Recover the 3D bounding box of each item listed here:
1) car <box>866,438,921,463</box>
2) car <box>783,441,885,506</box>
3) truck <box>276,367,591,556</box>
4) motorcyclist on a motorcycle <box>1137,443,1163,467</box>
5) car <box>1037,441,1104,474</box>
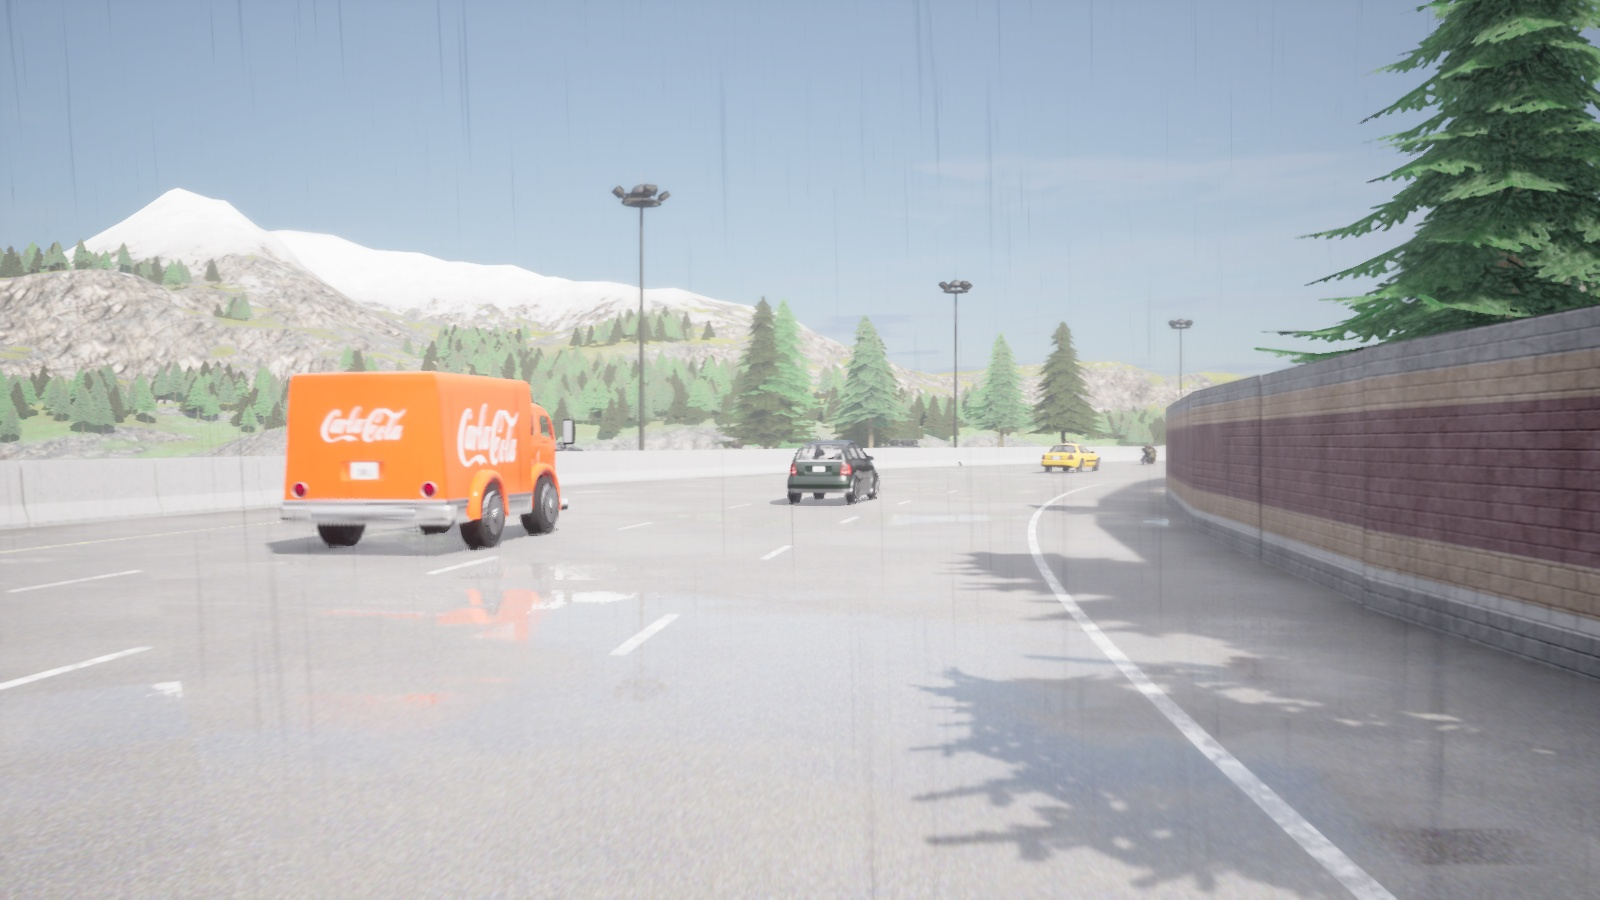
[{"bbox_3d":[7.304,0.019,97.563,1.932,1.855,4.605,0,1,39],"label":"car"},{"bbox_3d":[0.924,0.547,31.821,1.789,1.549,3.705,0,0,15],"label":"car"},{"bbox_3d":[-5.314,0.145,19.214,2.627,2.467,5.204,0,0,9],"label":"truck"},{"bbox_3d":[23.439,0.335,84.180,0.866,1.530,2.191,1,1,39],"label":"motorcyclist on a motorcycle"},{"bbox_3d":[13.746,0.344,63.513,1.801,1.575,5.366,0,0,29],"label":"car"}]
